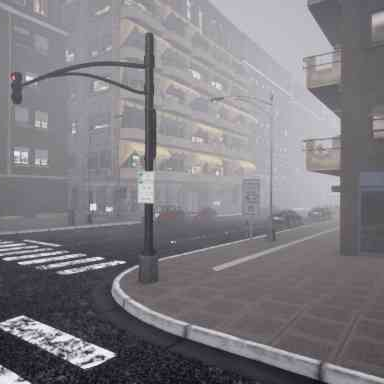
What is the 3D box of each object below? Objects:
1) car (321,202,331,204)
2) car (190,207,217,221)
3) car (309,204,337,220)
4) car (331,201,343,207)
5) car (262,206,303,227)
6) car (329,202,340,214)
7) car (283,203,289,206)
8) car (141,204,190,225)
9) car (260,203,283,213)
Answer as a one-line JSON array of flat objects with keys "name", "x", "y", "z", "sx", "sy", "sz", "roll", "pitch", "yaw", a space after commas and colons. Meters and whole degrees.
[{"name": "car", "x": 19.529, "y": 2.546, "z": 48.900, "sx": 1.895, "sy": 1.301, "sz": 4.718, "roll": 0, "pitch": -1, "yaw": 35}, {"name": "car", "x": 0.892, "y": 2.063, "z": 32.162, "sx": 1.802, "sy": 1.307, "sz": 4.206, "roll": -1, "pitch": -1, "yaw": 35}, {"name": "car", "x": 14.192, "y": 2.296, "z": 36.745, "sx": 1.947, "sy": 1.339, "sz": 4.313, "roll": -1, "pitch": -2, "yaw": 35}, {"name": "car", "x": 36.451, "y": 3.022, "z": 83.464, "sx": 1.967, "sy": 1.590, "sz": 4.097, "roll": -1, "pitch": -1, "yaw": 35}, {"name": "car", "x": 7.722, "y": 2.095, "z": 27.421, "sx": 1.947, "sy": 1.339, "sz": 4.313, "roll": -1, "pitch": -2, "yaw": 35}, {"name": "car", "x": 20.759, "y": 2.458, "z": 46.210, "sx": 1.752, "sy": 1.417, "sz": 4.829, "roll": -1, "pitch": -2, "yaw": 35}, {"name": "car", "x": 13.735, "y": 2.404, "z": 50.671, "sx": 1.752, "sy": 1.417, "sz": 4.829, "roll": -1, "pitch": -1, "yaw": 35}, {"name": "car", "x": -2.343, "y": 1.821, "z": 27.503, "sx": 1.967, "sy": 1.590, "sz": 4.097, "roll": -1, "pitch": -1, "yaw": 35}, {"name": "car", "x": 10.597, "y": 2.327, "z": 46.148, "sx": 1.887, "sy": 1.381, "sz": 4.507, "roll": -1, "pitch": -1, "yaw": 35}]
